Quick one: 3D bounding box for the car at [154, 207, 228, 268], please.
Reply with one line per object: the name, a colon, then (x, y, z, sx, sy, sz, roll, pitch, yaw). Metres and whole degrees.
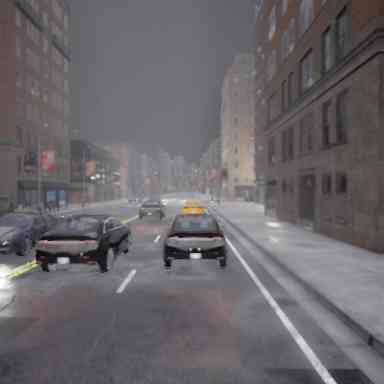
car: (0.098, 1.461, 11.151, 2.128, 1.511, 4.902, 0, 0, 0)

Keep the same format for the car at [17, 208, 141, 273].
car: (-3.153, 1.463, 10.583, 2.128, 1.511, 4.902, 0, 0, 0)

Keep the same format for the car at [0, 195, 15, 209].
car: (-9.854, 1.182, 14.462, 2.150, 2.045, 5.566, 0, 0, 0)

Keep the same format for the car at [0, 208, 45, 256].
car: (-6.601, 1.512, 13.079, 2.033, 1.411, 5.357, 0, 0, 0)

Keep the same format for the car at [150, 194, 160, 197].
car: (-6.503, 1.266, 57.826, 2.097, 1.767, 4.553, 0, 0, 0)

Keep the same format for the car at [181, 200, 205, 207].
car: (0.098, 1.404, 28.836, 1.882, 1.535, 5.008, 0, 0, 0)

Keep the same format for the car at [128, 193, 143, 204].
car: (-9.753, 1.023, 57.825, 2.097, 1.767, 4.553, 0, 0, 0)

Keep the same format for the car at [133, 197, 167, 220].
car: (-3.153, 1.421, 27.255, 2.128, 1.511, 4.902, 0, 0, 0)

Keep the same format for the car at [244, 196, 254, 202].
car: (12.395, 1.432, 65.359, 4.313, 1.339, 1.947, 0, 0, 0)
